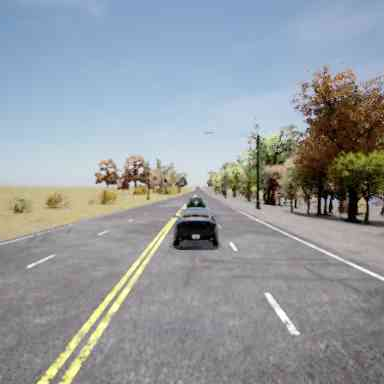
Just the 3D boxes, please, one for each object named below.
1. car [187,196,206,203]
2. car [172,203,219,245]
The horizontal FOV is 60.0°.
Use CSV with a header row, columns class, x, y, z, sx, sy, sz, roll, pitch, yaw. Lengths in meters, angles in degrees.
class,x,y,z,sx,sy,sz,roll,pitch,yaw
car,0.468,1.248,37.126,2.097,1.767,4.553,0,0,1
car,0.173,1.467,15.269,1.837,1.490,4.892,0,0,0
